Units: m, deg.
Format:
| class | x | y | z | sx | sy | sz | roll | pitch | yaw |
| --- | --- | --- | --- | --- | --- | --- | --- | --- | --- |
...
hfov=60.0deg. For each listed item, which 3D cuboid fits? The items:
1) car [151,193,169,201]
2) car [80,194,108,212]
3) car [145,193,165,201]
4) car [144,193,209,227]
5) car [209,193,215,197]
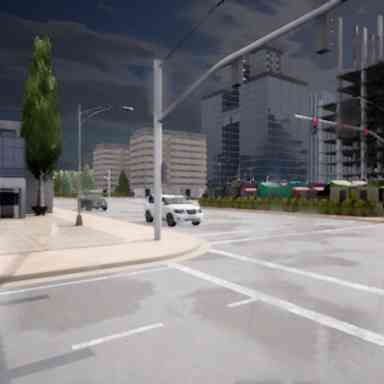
| class | x | y | z | sx | sy | sz | roll | pitch | yaw |
| --- | --- | --- | --- | --- | --- | --- | --- | --- | --- |
| car | -7.494 | 1.151 | 78.834 | 3.866 | 1.878 | 1.905 | 0 | 0 | -34 |
| car | -11.764 | 1.219 | 39.348 | 2.150 | 2.045 | 5.566 | 0 | 0 | -33 |
| car | -9.071 | 1.148 | 81.262 | 4.605 | 1.855 | 1.932 | 0 | 0 | -34 |
| car | -1.454 | 1.218 | 23.225 | 2.150 | 2.045 | 5.566 | 0 | 0 | -33 |
| car | 3.535 | 1.151 | 62.603 | 3.866 | 1.878 | 1.905 | 0 | 0 | -34 |
